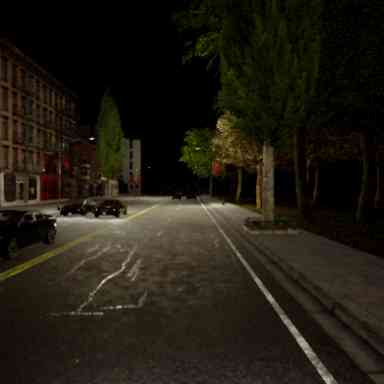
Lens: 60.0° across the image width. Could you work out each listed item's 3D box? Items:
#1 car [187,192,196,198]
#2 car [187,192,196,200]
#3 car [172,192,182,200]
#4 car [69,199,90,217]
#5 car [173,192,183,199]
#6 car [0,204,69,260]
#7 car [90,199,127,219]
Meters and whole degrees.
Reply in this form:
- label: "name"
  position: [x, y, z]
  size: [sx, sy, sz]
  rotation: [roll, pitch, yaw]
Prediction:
- label: "car"
  position: [-0.118, 0.796, 81.572]
  size: [1.994, 1.385, 4.181]
  rotation: [0, 1, 0]
- label: "car"
  position: [-0.106, 0.832, 73.168]
  size: [2.097, 1.767, 4.553]
  rotation: [0, 1, 0]
- label: "car"
  position: [-3.355, 1.027, 71.984]
  size: [2.033, 1.411, 5.357]
  rotation: [0, 1, 0]
- label: "car"
  position: [-9.810, 1.332, 29.408]
  size: [2.033, 1.411, 5.357]
  rotation: [0, 0, 0]
- label: "car"
  position: [-3.368, 0.768, 81.567]
  size: [2.128, 1.511, 4.902]
  rotation: [0, 1, 0]
- label: "car"
  position: [-6.572, 1.397, 12.083]
  size: [2.128, 1.511, 4.902]
  rotation: [0, 1, 0]
- label: "car"
  position: [-6.581, 1.323, 27.326]
  size: [1.812, 1.442, 4.674]
  rotation: [0, 0, 1]
